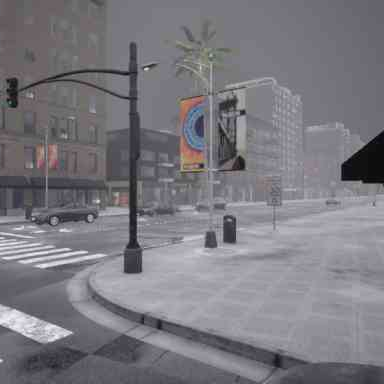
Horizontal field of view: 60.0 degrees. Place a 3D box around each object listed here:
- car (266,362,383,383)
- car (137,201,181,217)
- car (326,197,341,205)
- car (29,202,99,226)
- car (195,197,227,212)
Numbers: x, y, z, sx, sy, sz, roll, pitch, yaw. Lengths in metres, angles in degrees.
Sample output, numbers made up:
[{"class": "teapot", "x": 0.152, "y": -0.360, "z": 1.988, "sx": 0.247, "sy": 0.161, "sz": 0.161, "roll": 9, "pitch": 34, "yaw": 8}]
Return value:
[{"class": "car", "x": 2.203, "y": 1.551, "z": 1.279, "sx": 4.403, "sy": 1.369, "sz": 2.008, "roll": 0, "pitch": 0, "yaw": 35}, {"class": "car", "x": -3.235, "y": 1.580, "z": 31.642, "sx": 2.033, "sy": 1.411, "sz": 5.357, "roll": 0, "pitch": 0, "yaw": 35}, {"class": "car", "x": 26.365, "y": 1.710, "z": 62.065, "sx": 1.994, "sy": 1.385, "sz": 4.181, "roll": 0, "pitch": 0, "yaw": 35}, {"class": "car", "x": -8.921, "y": 1.520, "z": 23.566, "sx": 1.837, "sy": 1.490, "sz": 4.892, "roll": 0, "pitch": 0, "yaw": 35}, {"class": "car", "x": 2.346, "y": 1.405, "z": 39.558, "sx": 2.097, "sy": 1.767, "sz": 4.553, "roll": 0, "pitch": 0, "yaw": 35}]
